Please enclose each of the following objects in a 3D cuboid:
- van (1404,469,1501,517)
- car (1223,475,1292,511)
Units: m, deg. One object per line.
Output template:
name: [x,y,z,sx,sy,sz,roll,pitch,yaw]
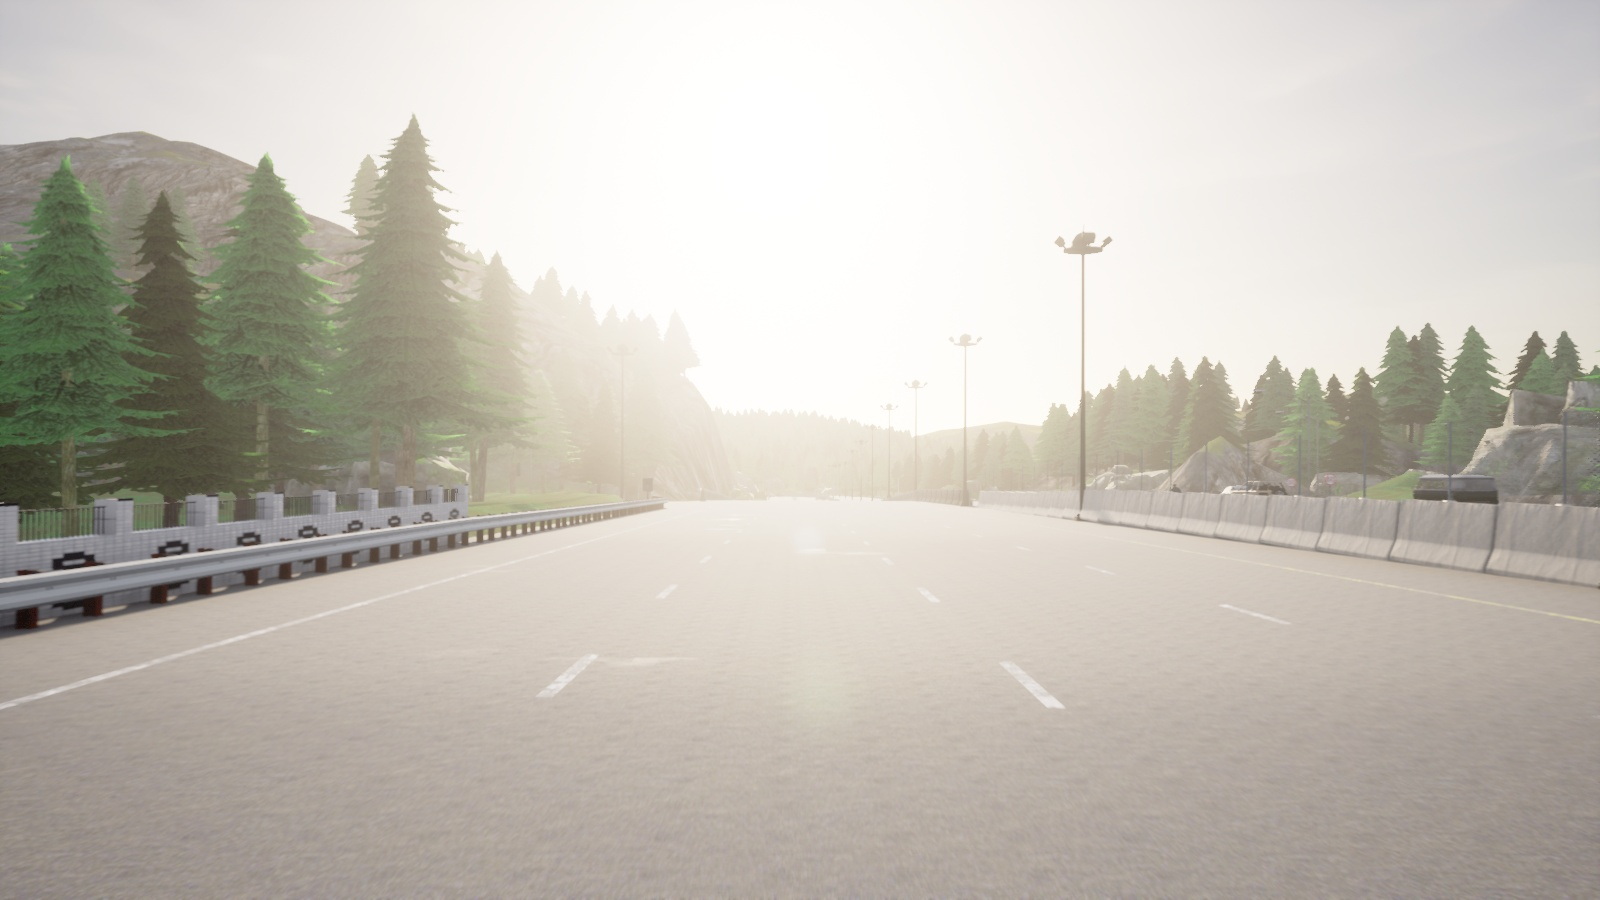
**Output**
van: [27.868,1.825,53.793,1.775,1.987,4.442,0,-2,0]
car: [24.298,2.261,66.908,1.932,1.855,4.605,0,-2,-1]
